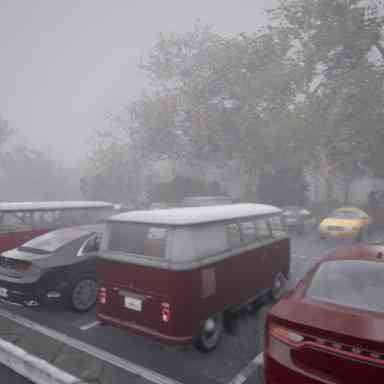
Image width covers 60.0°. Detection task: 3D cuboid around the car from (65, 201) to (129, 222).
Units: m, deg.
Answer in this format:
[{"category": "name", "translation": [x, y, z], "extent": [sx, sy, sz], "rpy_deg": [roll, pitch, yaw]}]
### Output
[{"category": "car", "translation": [-7.954, 1.565, 28.223], "extent": [2.097, 1.535, 5.008], "rpy_deg": [-1, 0, 36]}]

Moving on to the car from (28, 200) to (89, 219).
[{"category": "car", "translation": [-12.488, 1.615, 31.457], "extent": [2.097, 1.535, 5.008], "rpy_deg": [-1, 0, 36]}]

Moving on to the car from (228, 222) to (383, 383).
[{"category": "car", "translation": [2.667, 1.469, 4.547], "extent": [2.097, 1.535, 5.008], "rpy_deg": [0, 0, 35]}]

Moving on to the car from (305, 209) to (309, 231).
[{"category": "car", "translation": [5.633, 1.527, 18.501], "extent": [2.002, 1.452, 4.674], "rpy_deg": [0, 0, 36]}]

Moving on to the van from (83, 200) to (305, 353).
[{"category": "van", "translation": [0.455, 1.251, 6.274], "extent": [1.878, 1.987, 4.442], "rpy_deg": [0, 0, 35]}]

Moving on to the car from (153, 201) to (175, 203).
[{"category": "car", "translation": [-1.181, 1.390, 23.333], "extent": [2.185, 1.767, 4.553], "rpy_deg": [0, 0, 36]}]

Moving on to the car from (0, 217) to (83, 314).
[{"category": "car", "translation": [-1.897, 1.487, 7.802], "extent": [2.231, 1.521, 4.892], "rpy_deg": [0, 0, 36]}]

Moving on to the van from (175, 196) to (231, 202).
[{"category": "van", "translation": [1.167, 1.278, 21.836], "extent": [1.878, 1.987, 4.442], "rpy_deg": [0, 0, 36]}]

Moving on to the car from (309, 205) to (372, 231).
[{"category": "car", "translation": [7.794, 1.476, 16.734], "extent": [1.946, 1.575, 5.366], "rpy_deg": [0, 0, 36]}]

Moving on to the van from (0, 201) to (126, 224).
[{"category": "van", "translation": [-4.244, 1.268, 9.342], "extent": [1.878, 1.987, 4.442], "rpy_deg": [0, 0, 36]}]
